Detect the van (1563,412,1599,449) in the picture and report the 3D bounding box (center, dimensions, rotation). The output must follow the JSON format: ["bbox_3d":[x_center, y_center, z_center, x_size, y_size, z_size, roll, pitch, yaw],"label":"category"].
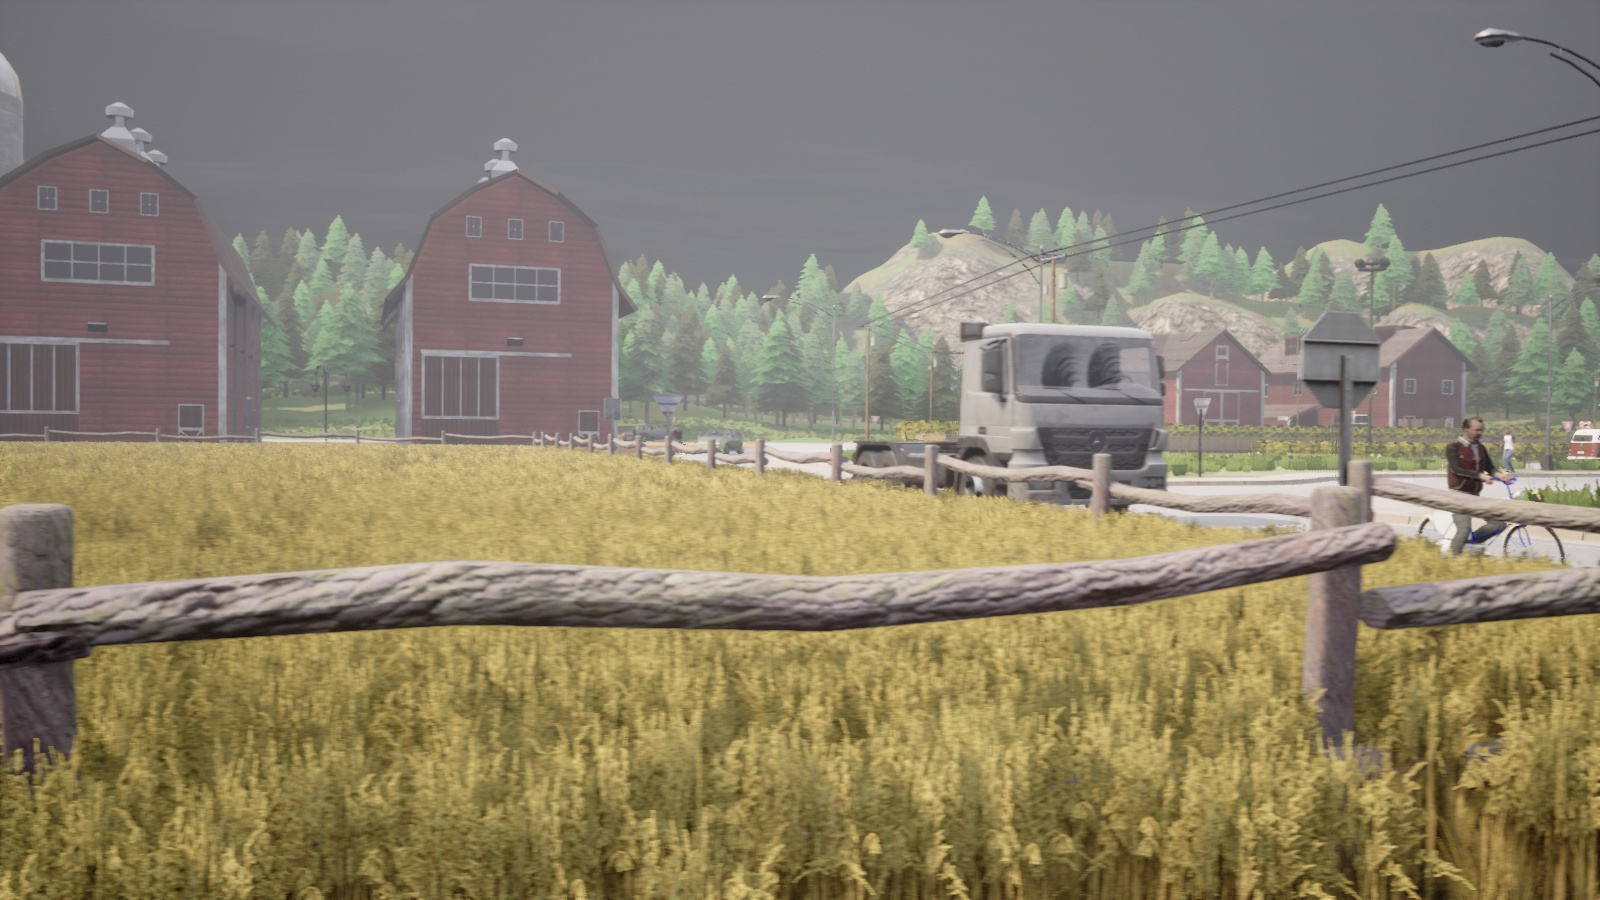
[{"bbox_3d":[45.290,-1.099,70.260,4.480,2.038,2.069,-1,1,-19],"label":"van"}]

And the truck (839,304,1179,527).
[{"bbox_3d":[3.513,-0.603,23.754,2.891,3.462,7.936,-1,1,-19],"label":"truck"}]

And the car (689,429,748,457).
[{"bbox_3d":[-4.670,-0.426,72.500,2.007,1.525,4.514,0,1,15],"label":"car"}]

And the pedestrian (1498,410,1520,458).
[{"bbox_3d":[27.599,-0.631,48.883,0.706,1.836,0.354,-1,1,-21],"label":"pedestrian"}]

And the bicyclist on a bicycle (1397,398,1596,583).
[{"bbox_3d":[7.195,0.380,13.085,0.659,1.776,1.843,-1,1,-19],"label":"bicyclist on a bicycle"}]
